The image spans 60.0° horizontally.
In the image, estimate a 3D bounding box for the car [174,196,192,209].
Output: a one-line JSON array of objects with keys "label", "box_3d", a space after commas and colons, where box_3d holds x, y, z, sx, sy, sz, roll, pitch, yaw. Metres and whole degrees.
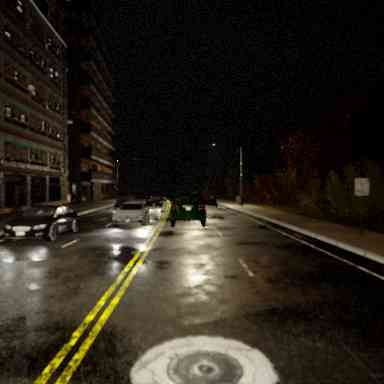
[{"label": "car", "box_3d": [-1.166, 1.185, 40.569, 2.033, 1.411, 5.357, 0, 0, -4]}]

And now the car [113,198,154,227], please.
[{"label": "car", "box_3d": [-3.725, 1.341, 21.163, 1.812, 1.442, 4.674, 0, 1, -2]}]

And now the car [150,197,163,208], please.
[{"label": "car", "box_3d": [-4.496, 1.243, 40.402, 1.994, 1.385, 4.181, 0, 1, -3]}]

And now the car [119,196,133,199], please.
[{"label": "car", "box_3d": [-7.672, 1.208, 38.731, 2.033, 1.411, 5.357, 0, 0, -3]}]

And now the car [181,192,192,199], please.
[{"label": "car", "box_3d": [-1.233, 0.826, 77.333, 2.033, 1.411, 5.357, 0, 1, -7]}]

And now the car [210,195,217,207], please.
[{"label": "car", "box_3d": [1.985, 1.100, 42.005, 1.882, 1.535, 5.008, 0, 1, -3]}]

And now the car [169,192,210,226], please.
[{"label": "car", "box_3d": [-0.290, 1.030, 21.660, 2.150, 2.045, 5.566, 0, 1, -2]}]

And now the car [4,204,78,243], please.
[{"label": "car", "box_3d": [-6.823, 1.360, 15.558, 2.128, 1.511, 4.902, 0, 0, -1]}]

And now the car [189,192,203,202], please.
[{"label": "car", "box_3d": [0.714, 0.814, 59.079, 2.097, 1.767, 4.553, 0, 0, -5]}]
